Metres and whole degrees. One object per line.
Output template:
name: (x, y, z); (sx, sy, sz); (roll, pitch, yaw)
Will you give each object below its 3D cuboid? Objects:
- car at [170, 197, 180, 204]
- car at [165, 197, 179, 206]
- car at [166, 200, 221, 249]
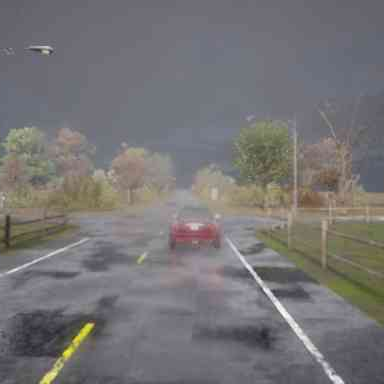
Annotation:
car: (-3.993, 1.939, 77.775); (2.128, 1.511, 4.902); (0, 0, -1)
car: (-3.830, 1.699, 62.082); (2.097, 1.767, 4.553); (0, 0, 0)
car: (0.234, 1.451, 15.220); (2.097, 1.767, 4.553); (0, 0, 3)
